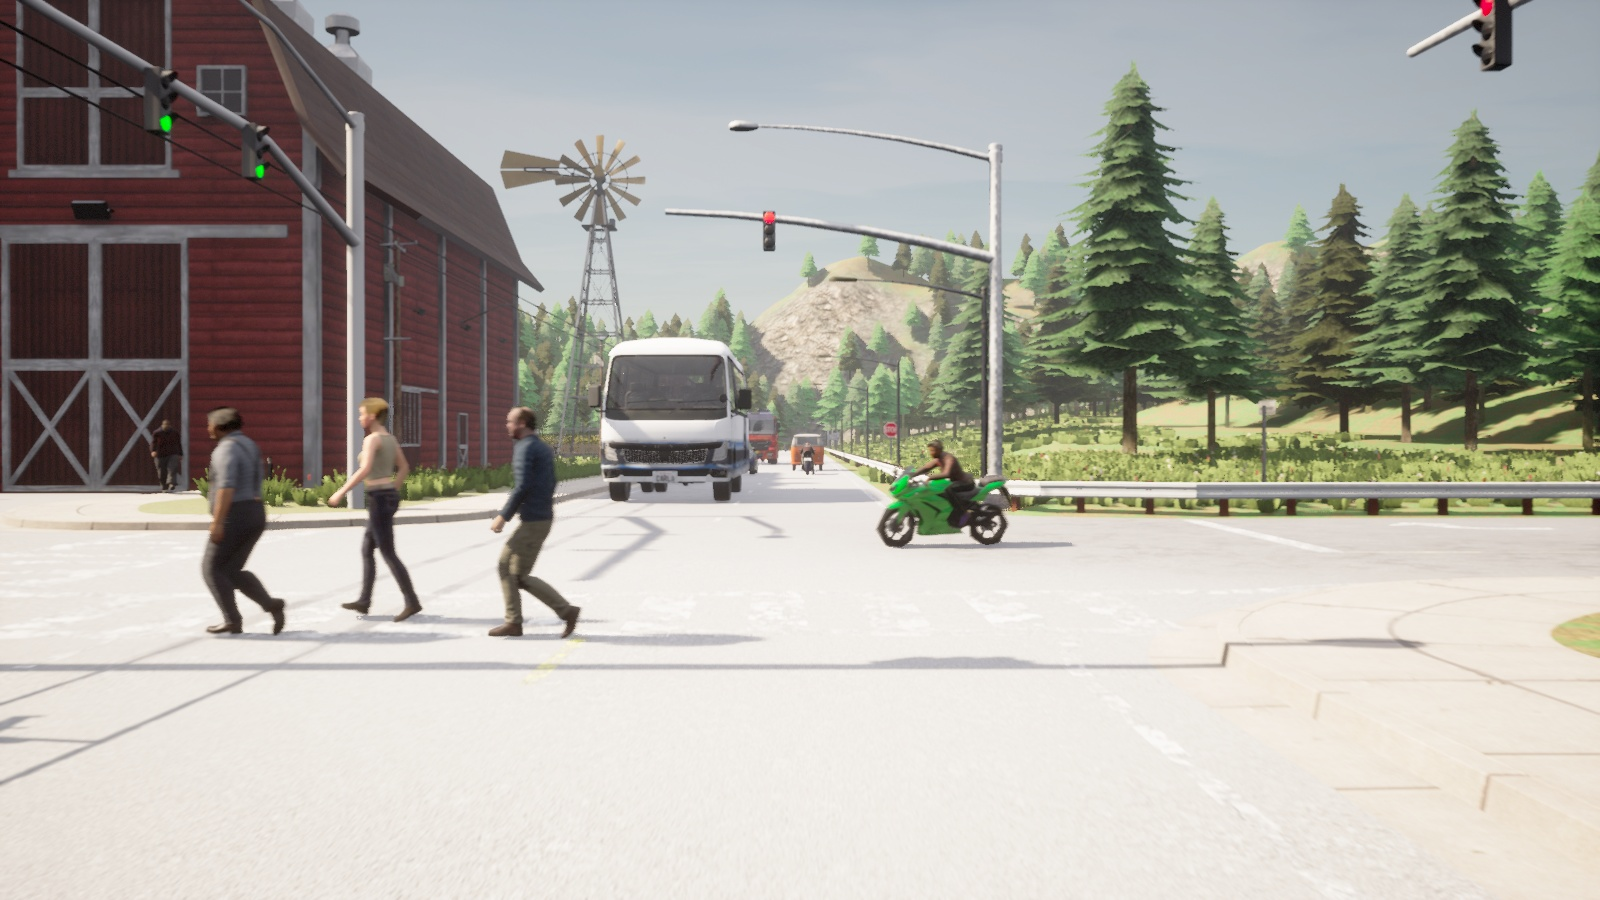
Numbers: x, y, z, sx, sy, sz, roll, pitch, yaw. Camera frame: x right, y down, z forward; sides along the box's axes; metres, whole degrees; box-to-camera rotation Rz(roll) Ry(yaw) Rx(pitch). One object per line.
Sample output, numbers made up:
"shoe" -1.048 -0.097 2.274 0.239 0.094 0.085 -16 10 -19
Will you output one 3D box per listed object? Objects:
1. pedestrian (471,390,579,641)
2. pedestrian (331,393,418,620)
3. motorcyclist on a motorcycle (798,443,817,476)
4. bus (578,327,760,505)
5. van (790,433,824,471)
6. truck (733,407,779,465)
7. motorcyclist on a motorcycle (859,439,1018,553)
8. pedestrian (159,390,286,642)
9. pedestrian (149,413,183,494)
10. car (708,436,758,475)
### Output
"pedestrian" -2.052 0.483 9.420 0.726 1.842 0.402 0 0 -2
"pedestrian" -3.496 0.456 10.338 0.594 1.836 0.345 0 0 3
"motorcyclist on a motorcycle" 0.350 0.437 58.868 0.866 1.530 2.191 0 1 0
"bus" -3.284 -0.838 35.073 3.944 4.253 10.273 0 0 0
"van" 0.401 0.102 67.793 1.775 1.987 4.442 0 0 0
"truck" -2.987 -0.933 87.368 2.891 3.827 8.468 0 0 0
"motorcyclist on a motorcycle" 1.942 0.613 17.655 2.044 1.523 0.797 0 2 -17
"pedestrian" -4.364 0.480 9.514 0.694 1.848 0.540 0 0 8
"pedestrian" -14.697 0.078 29.107 0.634 1.844 0.899 0 0 -30
"car" -3.138 0.252 59.824 2.097 1.767 4.553 0 0 0
